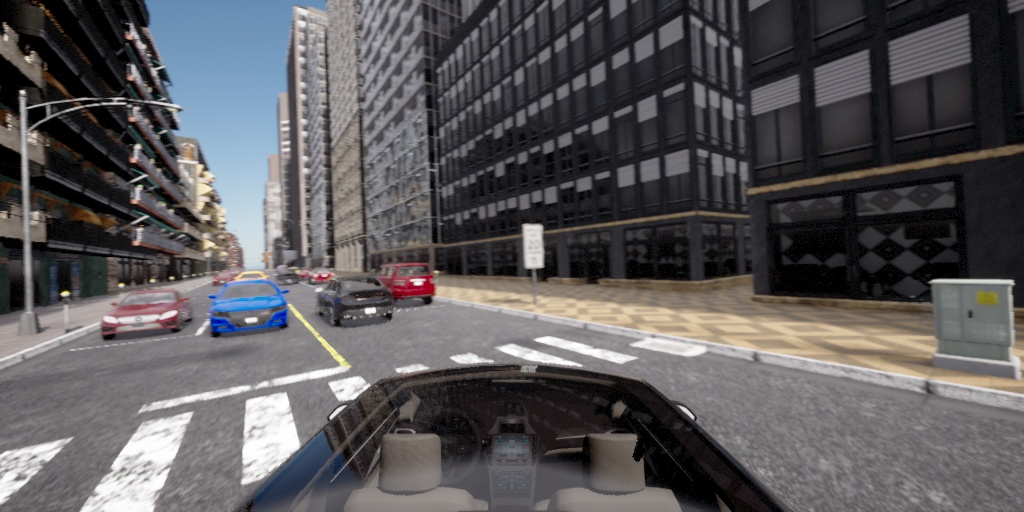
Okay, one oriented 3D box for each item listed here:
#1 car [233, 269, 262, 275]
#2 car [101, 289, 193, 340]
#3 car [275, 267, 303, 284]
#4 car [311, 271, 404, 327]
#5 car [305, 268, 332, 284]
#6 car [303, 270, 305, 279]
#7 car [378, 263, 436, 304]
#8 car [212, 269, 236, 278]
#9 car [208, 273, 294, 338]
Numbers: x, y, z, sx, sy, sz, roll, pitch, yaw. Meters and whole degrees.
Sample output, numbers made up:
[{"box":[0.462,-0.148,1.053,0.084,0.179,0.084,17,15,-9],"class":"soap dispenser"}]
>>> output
[{"box":[-20.417,1.981,28.146,1.882,1.535,5.008,-2,0,-36],"class":"car"},{"box":[-11.793,1.759,11.842,1.802,1.307,4.207,0,0,-36],"class":"car"},{"box":[-22.713,2.104,36.225,1.837,1.490,4.892,-2,0,-36],"class":"car"},{"box":[-5.711,1.464,12.846,1.837,1.490,4.892,-2,0,-36],"class":"car"},{"box":[-18.312,1.876,34.479,1.967,1.591,4.097,0,0,-36],"class":"car"},{"box":[-24.808,2.269,43.442,1.802,1.307,4.207,0,0,-36],"class":"car"},{"box":[-5.217,1.259,16.634,2.192,1.841,5.009,0,0,-36],"class":"car"},{"box":[-31.176,2.457,38.804,1.888,1.381,4.507,0,0,-36],"class":"car"},{"box":[-8.639,1.541,11.874,1.882,1.535,5.008,-2,0,-36],"class":"car"}]
